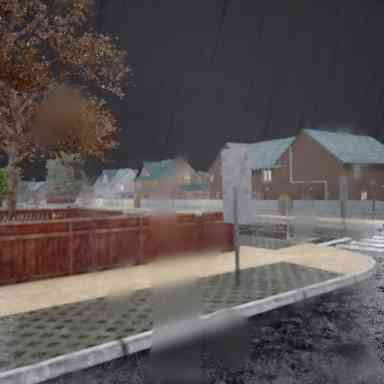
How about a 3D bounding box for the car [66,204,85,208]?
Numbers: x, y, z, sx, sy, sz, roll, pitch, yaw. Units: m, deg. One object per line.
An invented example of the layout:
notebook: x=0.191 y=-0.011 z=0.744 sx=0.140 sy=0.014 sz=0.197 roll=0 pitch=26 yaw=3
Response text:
car: x=-16.990 y=2.337 z=48.056 sx=1.895 sy=1.301 sz=4.718 roll=-3 pitch=1 yaw=-36
